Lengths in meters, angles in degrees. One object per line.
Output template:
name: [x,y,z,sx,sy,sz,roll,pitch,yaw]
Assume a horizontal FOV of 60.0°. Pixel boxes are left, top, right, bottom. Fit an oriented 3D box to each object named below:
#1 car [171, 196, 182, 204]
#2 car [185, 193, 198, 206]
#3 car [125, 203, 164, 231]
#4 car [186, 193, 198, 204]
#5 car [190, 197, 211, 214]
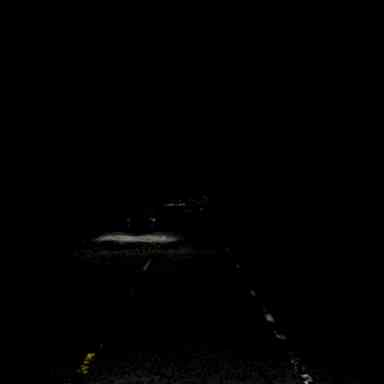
car: [-2.786,1.455,61.949,1.882,1.535,5.008,0,0,1]
car: [0.000,1.336,53.057,2.097,1.767,4.553,0,0,0]
car: [-2.850,1.474,20.635,1.882,1.535,5.008,0,0,0]
car: [0.000,1.204,67.044,2.150,2.045,5.566,0,0,0]
car: [0.962,1.518,34.889,1.812,1.442,4.674,0,0,0]
